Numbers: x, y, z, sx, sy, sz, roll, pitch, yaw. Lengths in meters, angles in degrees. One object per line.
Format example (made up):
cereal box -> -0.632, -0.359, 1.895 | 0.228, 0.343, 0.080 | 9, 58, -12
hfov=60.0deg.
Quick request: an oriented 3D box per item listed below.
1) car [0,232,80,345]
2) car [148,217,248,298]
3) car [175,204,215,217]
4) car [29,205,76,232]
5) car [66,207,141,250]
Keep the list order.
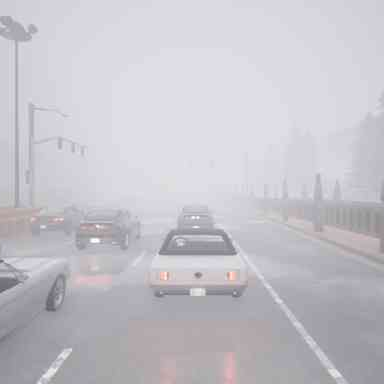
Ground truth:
car -> -3.385, 1.576, 4.682 | 1.895, 1.301, 4.718 | 0, 0, 0
car -> 0.131, 1.548, 8.371 | 1.895, 1.301, 4.718 | 0, 0, 0
car -> 0.186, 1.384, 17.631 | 1.837, 1.490, 4.892 | 0, 0, 0
car -> -6.843, 1.405, 17.537 | 1.812, 1.442, 4.674 | 0, 0, -1
car -> -3.338, 1.411, 13.908 | 1.837, 1.490, 4.892 | 0, 0, 0
